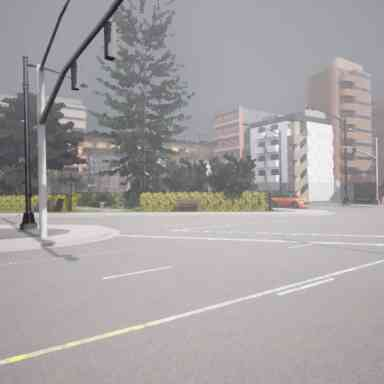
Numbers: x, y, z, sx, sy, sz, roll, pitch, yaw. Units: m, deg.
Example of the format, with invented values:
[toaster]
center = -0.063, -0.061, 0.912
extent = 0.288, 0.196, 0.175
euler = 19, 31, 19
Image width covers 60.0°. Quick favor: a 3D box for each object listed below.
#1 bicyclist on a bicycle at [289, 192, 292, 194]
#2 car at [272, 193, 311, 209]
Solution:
[bicyclist on a bicycle]
center = 14.017, 0.780, 47.087
extent = 1.656, 1.620, 0.582
euler = -1, 1, -35
[car]
center = 11.237, 0.959, 37.968
extent = 2.097, 1.767, 4.553
euler = -1, 1, -35
